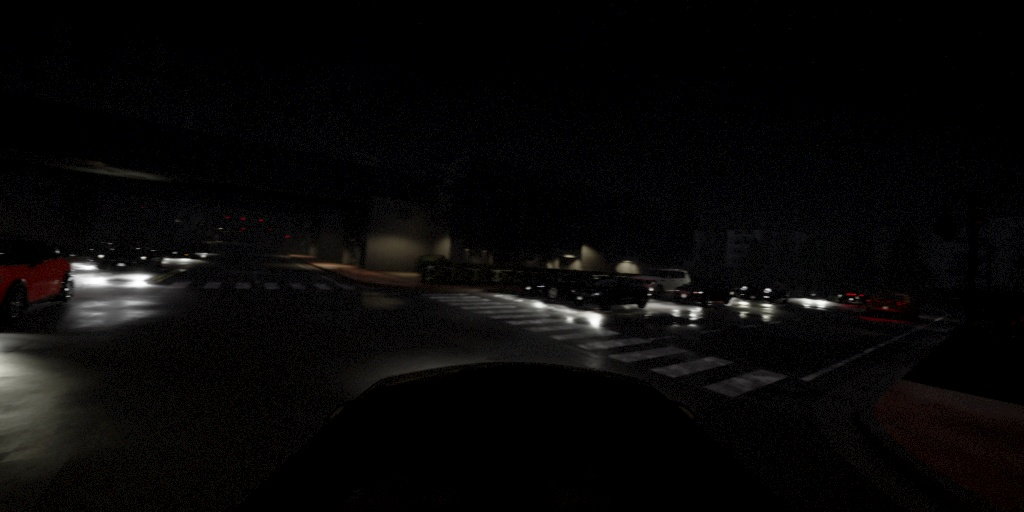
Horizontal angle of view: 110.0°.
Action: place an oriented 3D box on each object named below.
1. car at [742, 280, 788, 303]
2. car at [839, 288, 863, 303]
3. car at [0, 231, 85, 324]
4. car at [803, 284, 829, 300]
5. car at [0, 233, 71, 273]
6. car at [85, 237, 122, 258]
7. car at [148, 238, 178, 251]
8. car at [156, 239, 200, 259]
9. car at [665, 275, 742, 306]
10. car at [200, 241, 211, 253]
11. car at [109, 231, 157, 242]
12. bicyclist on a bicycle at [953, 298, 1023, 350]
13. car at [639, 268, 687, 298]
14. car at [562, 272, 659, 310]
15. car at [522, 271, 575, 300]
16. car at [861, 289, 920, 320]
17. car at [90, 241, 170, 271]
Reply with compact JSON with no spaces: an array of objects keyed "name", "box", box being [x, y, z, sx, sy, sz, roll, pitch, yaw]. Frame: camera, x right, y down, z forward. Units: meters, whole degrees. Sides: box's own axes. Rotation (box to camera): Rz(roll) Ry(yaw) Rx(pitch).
[{"name":"car","box":[20.359,2.728,28.858,4.553,1.767,2.097,4,-1,-37]},{"name":"car","box":[31.838,3.718,33.209,4.892,1.490,1.837,4,-1,-40]},{"name":"car","box":[-11.441,0.339,7.563,2.097,1.767,4.553,4,-1,-39]},{"name":"car","box":[32.695,3.826,38.540,2.128,1.511,4.902,4,-1,44]},{"name":"car","box":[-22.049,-0.209,15.665,2.128,1.511,4.902,4,0,-35]},{"name":"car","box":[-27.497,-0.428,23.159,1.895,1.301,4.718,4,-1,-36]},{"name":"car","box":[-42.500,-1.372,43.757,1.994,1.385,4.181,4,-1,-36]},{"name":"car","box":[-29.361,-0.536,31.636,1.994,1.385,4.181,4,0,-36]},{"name":"car","box":[12.255,2.254,22.848,4.902,1.511,2.128,4,-1,-37]},{"name":"car","box":[-39.179,-1.146,45.125,2.033,1.411,5.357,4,-1,-36]},{"name":"car","box":[-33.758,-1.187,31.791,2.150,2.045,5.566,4,0,-36]},{"name":"bicyclist on a bicycle","box":[16.313,2.272,12.184,0.582,1.620,1.656,4,-1,-36]},{"name":"car","box":[10.740,1.900,26.059,5.566,2.045,2.150,4,-1,-36]},{"name":"car","box":[4.853,1.729,17.314,4.674,1.442,1.812,4,-1,-38]},{"name":"car","box":[2.814,1.585,20.215,4.892,1.490,1.837,4,0,-36]},{"name":"car","box":[23.984,3.063,22.561,5.008,1.535,1.882,4,-1,-36]},{"name":"car","box":[-20.337,0.047,19.300,1.895,1.301,4.718,4,-1,-36]}]
